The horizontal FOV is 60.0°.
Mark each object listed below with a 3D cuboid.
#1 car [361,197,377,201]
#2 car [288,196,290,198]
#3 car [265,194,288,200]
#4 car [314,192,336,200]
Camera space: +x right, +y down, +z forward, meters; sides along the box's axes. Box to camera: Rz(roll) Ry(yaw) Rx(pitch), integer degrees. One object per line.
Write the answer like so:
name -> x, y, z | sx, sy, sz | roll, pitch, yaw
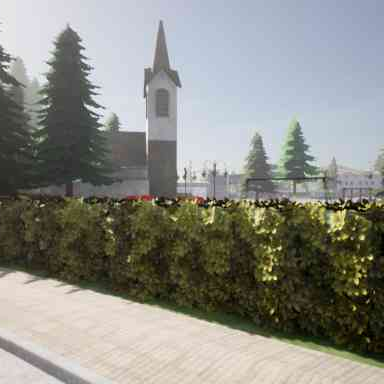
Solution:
car -> 36.234, 1.384, 69.208 | 3.806, 1.475, 1.970 | 0, 0, 35
car -> 20.987, 1.330, 79.977 | 5.027, 1.636, 2.152 | 0, 0, 35
car -> 19.241, 1.340, 77.370 | 4.514, 1.523, 2.007 | 0, 0, 35
car -> 34.048, 1.320, 85.328 | 3.633, 1.501, 1.845 | 0, 0, 35
